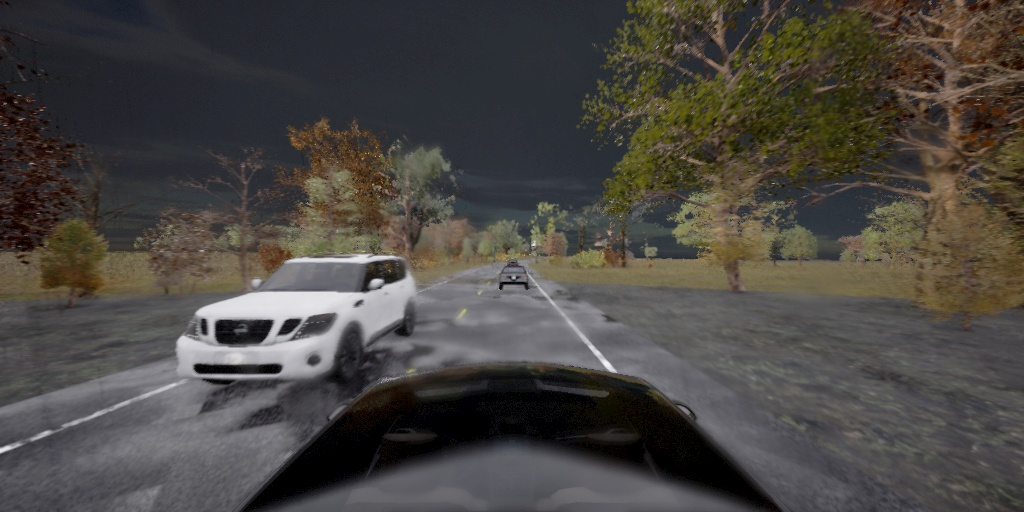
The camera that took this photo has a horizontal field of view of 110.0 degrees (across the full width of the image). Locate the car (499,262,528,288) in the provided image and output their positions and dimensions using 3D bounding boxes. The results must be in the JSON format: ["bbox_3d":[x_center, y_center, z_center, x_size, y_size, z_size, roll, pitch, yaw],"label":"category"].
[{"bbox_3d":[0.112,1.326,23.705,2.033,1.411,5.357,0,0,0],"label":"car"}]

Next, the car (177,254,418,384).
[{"bbox_3d":[-3.591,0.978,7.426,2.150,2.045,5.566,0,0,0],"label":"car"}]

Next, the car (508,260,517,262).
[{"bbox_3d":[0.152,1.329,59.831,1.837,1.490,4.892,0,0,0],"label":"car"}]
